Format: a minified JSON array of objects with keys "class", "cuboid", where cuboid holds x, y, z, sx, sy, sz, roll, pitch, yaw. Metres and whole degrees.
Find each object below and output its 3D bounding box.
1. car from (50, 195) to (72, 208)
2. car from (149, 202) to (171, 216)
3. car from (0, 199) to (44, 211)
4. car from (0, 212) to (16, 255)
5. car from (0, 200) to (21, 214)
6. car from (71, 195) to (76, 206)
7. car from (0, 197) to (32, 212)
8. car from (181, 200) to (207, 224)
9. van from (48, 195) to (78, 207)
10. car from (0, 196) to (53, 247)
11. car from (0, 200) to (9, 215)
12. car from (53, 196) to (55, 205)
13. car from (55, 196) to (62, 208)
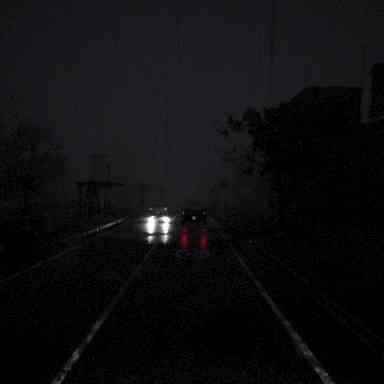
[{"class":"car","cuboid":[-21.853,1.669,51.182,5.366,1.575,1.946,0,0,0]},{"class":"car","cuboid":[-3.294,1.713,34.495,1.895,1.301,4.718,0,0,0]},{"class":"car","cuboid":[-22.046,1.642,42.858,5.008,1.535,2.097,0,0,0]},{"class":"car","cuboid":[-8.780,1.537,10.390,5.366,1.575,1.946,0,0,0]},{"class":"car","cuboid":[-22.039,1.663,37.306,4.674,1.452,2.002,0,0,0]},{"class":"car","cuboid":[-22.068,1.712,53.959,4.792,1.488,2.163,0,0,0]},{"class":"car","cuboid":[-22.072,1.507,40.082,4.553,1.767,2.185,0,0,0]},{"class":"car","cuboid":[0.139,1.626,25.432,1.812,1.442,4.674,0,0,0]},{"class":"van","cuboid":[-21.921,1.467,56.733,4.442,1.987,1.878,0,0,0]},{"class":"car","cuboid":[-8.937,1.297,13.195,5.566,2.045,2.435,0,0,0]},{"class":"car","cuboid":[-22.036,1.614,34.531,5.008,1.535,2.097,0,0,0]},{"class":"car","cuboid":[-22.034,1.653,45.633,4.892,1.521,2.231,0,0,0]},{"class":"car","cuboid":[-22.068,1.691,48.407,4.792,1.488,2.163,0,0,0]}]
